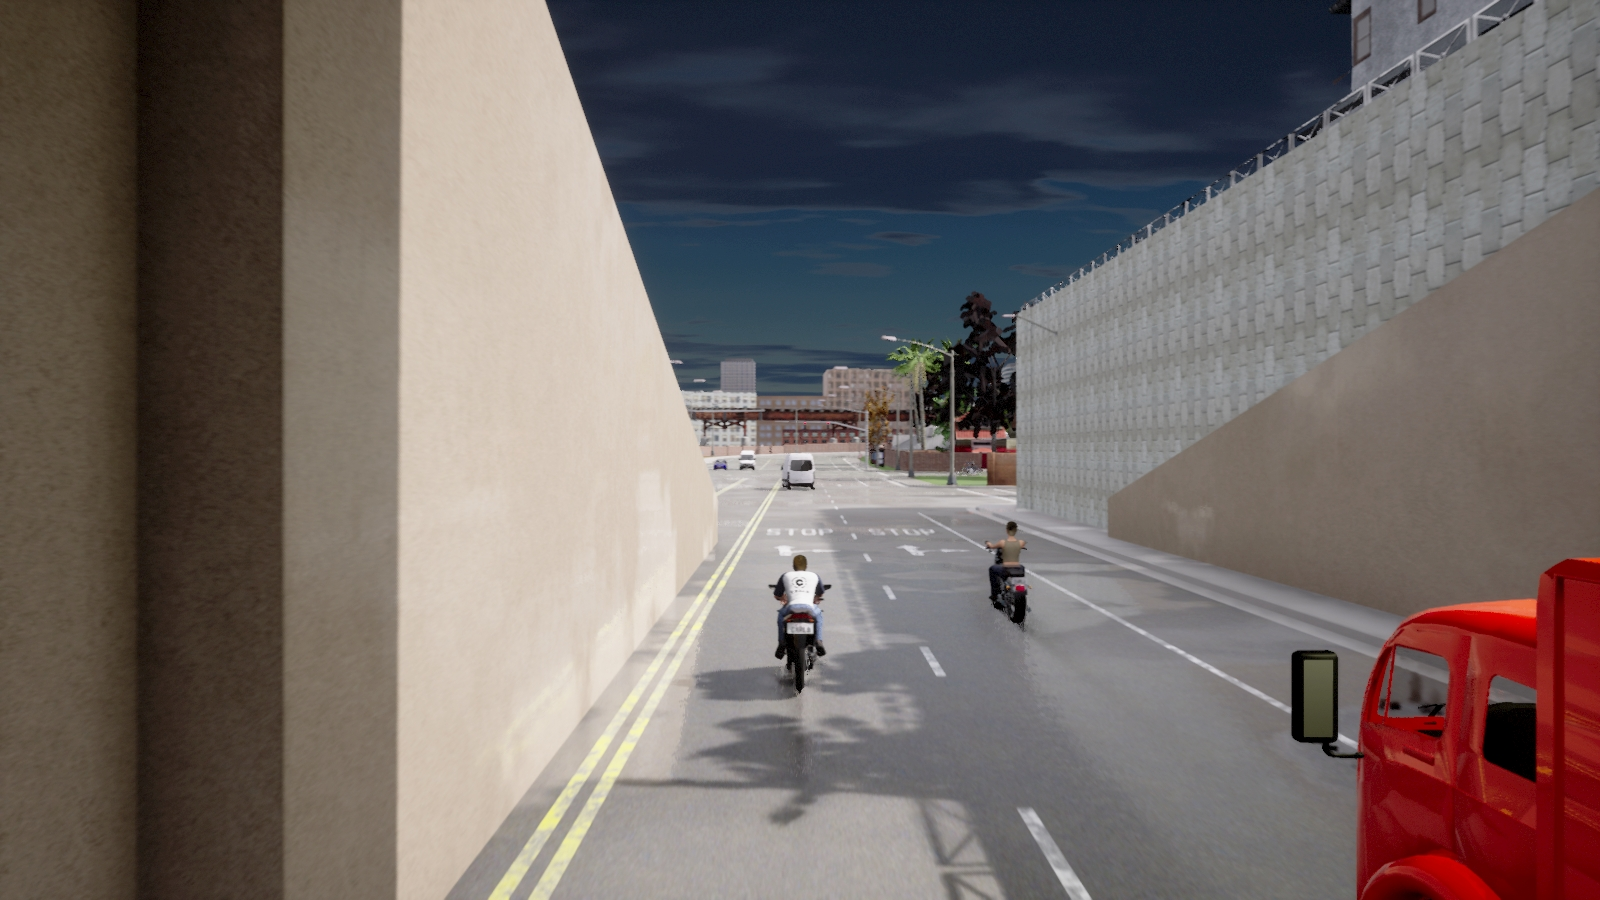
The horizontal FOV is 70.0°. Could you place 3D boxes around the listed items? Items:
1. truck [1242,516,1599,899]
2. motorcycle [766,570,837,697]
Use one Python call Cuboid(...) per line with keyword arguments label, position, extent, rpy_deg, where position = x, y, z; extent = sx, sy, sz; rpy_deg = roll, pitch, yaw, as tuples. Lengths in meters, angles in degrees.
Cuboid(label="truck", position=(3.501, 1.571, 3.051), extent=(2.627, 2.467, 5.204), rpy_deg=(0, 0, 0))
Cuboid(label="motorcycle", position=(0.020, 2.174, 13.876), extent=(0.803, 1.224, 2.033), rpy_deg=(0, 0, 0))
